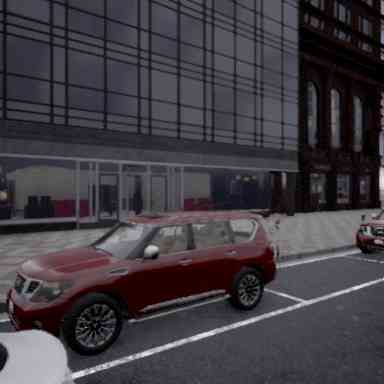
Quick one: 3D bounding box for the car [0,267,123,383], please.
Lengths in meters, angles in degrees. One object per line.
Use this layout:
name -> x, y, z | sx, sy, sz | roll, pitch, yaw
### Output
car -> -2.833, 1.521, 1.341 | 4.674, 1.442, 1.812 | 0, 0, -36

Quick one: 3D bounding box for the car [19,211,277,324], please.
car -> -0.554, 1.323, 6.259 | 5.009, 1.841, 2.192 | 0, 0, -36

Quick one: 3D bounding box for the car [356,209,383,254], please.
car -> 8.280, 1.354, 12.562 | 5.009, 1.841, 2.192 | 0, 0, -36
